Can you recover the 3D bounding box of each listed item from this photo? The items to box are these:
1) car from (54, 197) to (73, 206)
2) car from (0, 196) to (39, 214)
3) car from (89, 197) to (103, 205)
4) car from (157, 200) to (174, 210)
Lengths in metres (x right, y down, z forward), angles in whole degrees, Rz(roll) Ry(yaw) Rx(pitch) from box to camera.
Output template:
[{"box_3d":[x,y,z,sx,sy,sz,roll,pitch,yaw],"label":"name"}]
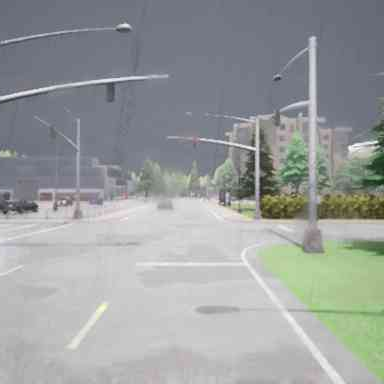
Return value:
[{"box_3d":[-20.528,1.571,53.275,1.970,1.475,3.806,0,0,0],"label":"car"},{"box_3d":[-17.715,1.461,34.634,2.007,1.523,4.514,0,0,0],"label":"car"},{"box_3d":[-17.477,1.587,60.667,1.845,1.501,3.633,0,0,0],"label":"car"},{"box_3d":[-3.516,1.733,44.450,1.994,1.385,4.181,0,0,0],"label":"car"}]
